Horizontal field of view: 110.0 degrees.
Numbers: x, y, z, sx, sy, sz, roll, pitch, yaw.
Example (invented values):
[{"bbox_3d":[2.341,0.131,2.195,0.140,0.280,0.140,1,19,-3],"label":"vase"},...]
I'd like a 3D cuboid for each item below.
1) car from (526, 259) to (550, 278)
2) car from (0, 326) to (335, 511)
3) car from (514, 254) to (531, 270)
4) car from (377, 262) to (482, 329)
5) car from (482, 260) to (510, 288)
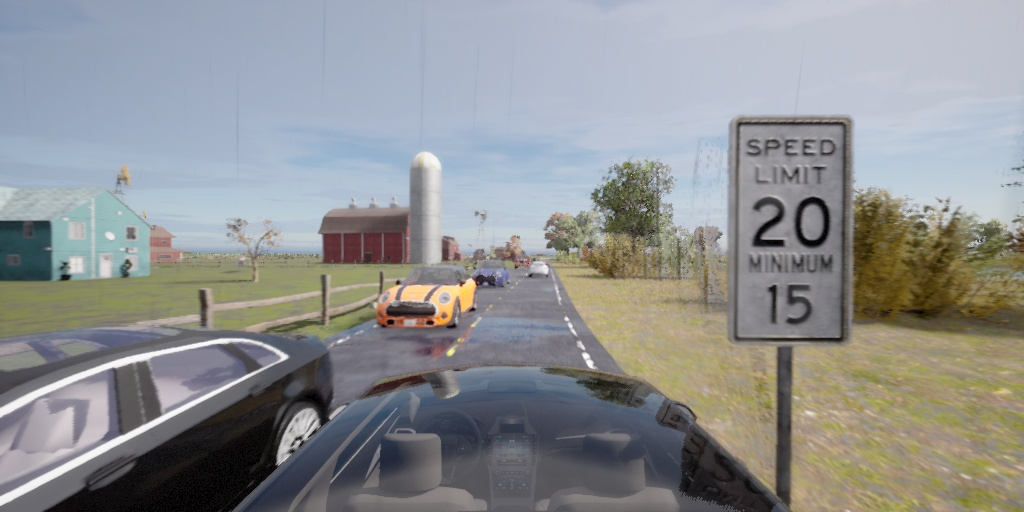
[{"bbox_3d":[2.586,1.267,34.507,1.812,1.442,4.674,0,0,6],"label":"car"},{"bbox_3d":[-2.717,1.231,1.692,2.128,1.511,4.902,0,0,0],"label":"car"},{"bbox_3d":[1.564,0.785,52.045,2.150,2.045,5.566,0,0,6],"label":"car"},{"bbox_3d":[-2.411,1.084,11.244,2.097,1.767,4.553,0,0,4],"label":"car"},{"bbox_3d":[-1.351,1.079,23.565,2.097,1.767,4.553,0,0,6],"label":"car"}]
